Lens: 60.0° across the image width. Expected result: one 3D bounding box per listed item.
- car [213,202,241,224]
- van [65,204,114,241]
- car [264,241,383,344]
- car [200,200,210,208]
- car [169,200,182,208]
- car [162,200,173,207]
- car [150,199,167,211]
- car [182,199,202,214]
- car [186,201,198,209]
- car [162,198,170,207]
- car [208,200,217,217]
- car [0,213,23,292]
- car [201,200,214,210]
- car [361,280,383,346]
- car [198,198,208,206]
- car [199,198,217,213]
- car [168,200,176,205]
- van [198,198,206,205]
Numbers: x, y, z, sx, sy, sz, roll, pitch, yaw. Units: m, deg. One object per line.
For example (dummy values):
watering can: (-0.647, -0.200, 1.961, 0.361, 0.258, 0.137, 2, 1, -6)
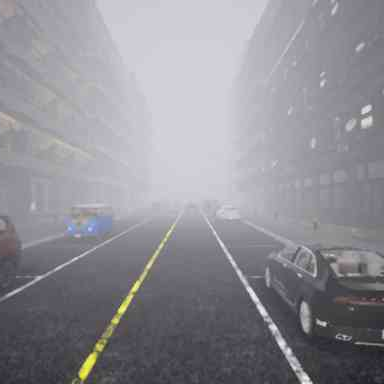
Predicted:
car: (3.019, 1.839, 28.085, 1.812, 1.442, 4.674, 0, -1, 0)
van: (-5.293, 1.532, 17.578, 1.690, 1.788, 3.998, 2, -1, 0)
car: (2.583, 1.620, 6.456, 2.008, 1.369, 4.403, 1, -1, 0)
car: (2.537, 2.401, 67.293, 1.802, 1.307, 4.206, 1, -1, 0)
car: (-2.784, 2.260, 64.637, 1.882, 1.535, 5.008, 0, -1, 1)
car: (-5.310, 2.444, 72.878, 1.887, 1.381, 4.507, 1, -1, 0)
car: (-5.306, 2.161, 50.758, 1.947, 1.339, 4.313, 1, -1, 0)
car: (0.003, 2.001, 43.415, 1.812, 1.442, 4.674, 0, -1, 0)
car: (0.001, 2.231, 58.042, 1.994, 1.385, 4.181, 0, -1, 0)
car: (-5.303, 2.135, 67.350, 2.192, 1.841, 5.009, 1, -1, 0)
car: (3.018, 1.924, 35.086, 1.812, 1.442, 4.674, 0, -1, 0)
car: (-5.290, 1.385, 6.521, 2.192, 1.841, 5.009, 2, -1, 0)
car: (2.542, 2.108, 56.233, 1.967, 1.590, 4.097, 1, -1, 0)
car: (2.584, 1.556, 0.925, 1.887, 1.381, 4.507, 1, -1, 0)
car: (2.540, 2.295, 78.358, 2.192, 1.841, 5.009, 1, -1, 0)
car: (2.548, 1.839, 45.172, 2.192, 1.841, 5.009, 1, -1, 0)
car: (-5.314, 2.730, 89.469, 1.802, 1.307, 4.206, 1, -1, 0)
van: (2.539, 2.403, 83.889, 1.690, 1.788, 3.998, 1, -1, 0)
